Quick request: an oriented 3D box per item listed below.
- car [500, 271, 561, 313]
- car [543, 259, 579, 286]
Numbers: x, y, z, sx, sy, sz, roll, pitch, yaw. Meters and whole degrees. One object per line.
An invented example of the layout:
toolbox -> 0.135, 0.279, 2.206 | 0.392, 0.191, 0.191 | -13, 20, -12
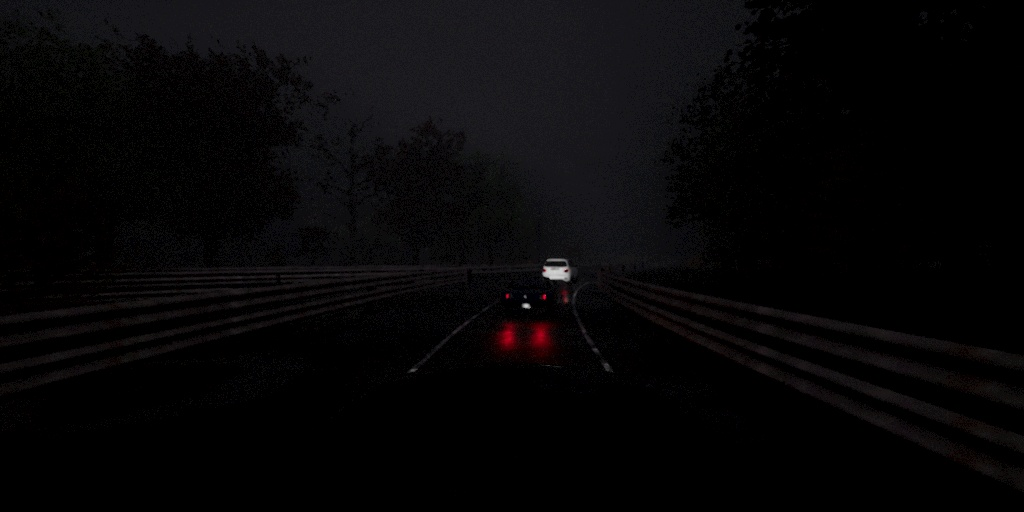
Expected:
car -> 0.855, 1.471, 14.715 | 1.895, 1.301, 4.718 | 0, -1, 9
car -> 3.898, 1.226, 28.392 | 2.150, 2.045, 5.566 | 0, 0, 18
